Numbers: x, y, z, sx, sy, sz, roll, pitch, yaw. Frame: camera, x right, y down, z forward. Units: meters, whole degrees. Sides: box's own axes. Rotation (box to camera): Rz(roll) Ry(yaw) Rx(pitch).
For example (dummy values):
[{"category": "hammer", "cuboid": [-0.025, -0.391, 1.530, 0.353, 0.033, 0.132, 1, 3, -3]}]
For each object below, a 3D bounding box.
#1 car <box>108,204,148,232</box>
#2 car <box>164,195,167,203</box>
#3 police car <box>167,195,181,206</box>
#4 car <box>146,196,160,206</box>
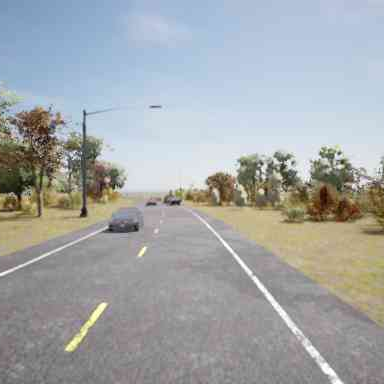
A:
[{"category": "car", "cuboid": [-4.106, 1.674, 21.433, 1.812, 1.442, 4.674, 0, 0, -3]}, {"category": "car", "cuboid": [-4.759, 1.973, 75.540, 1.837, 1.490, 4.892, 0, 0, -9]}, {"category": "police car", "cuboid": [-3.349, 1.838, 65.696, 1.930, 1.638, 5.238, 0, 0, -8]}, {"category": "car", "cuboid": [-7.550, 1.884, 62.544, 1.882, 1.535, 5.008, 0, 0, -7]}]
